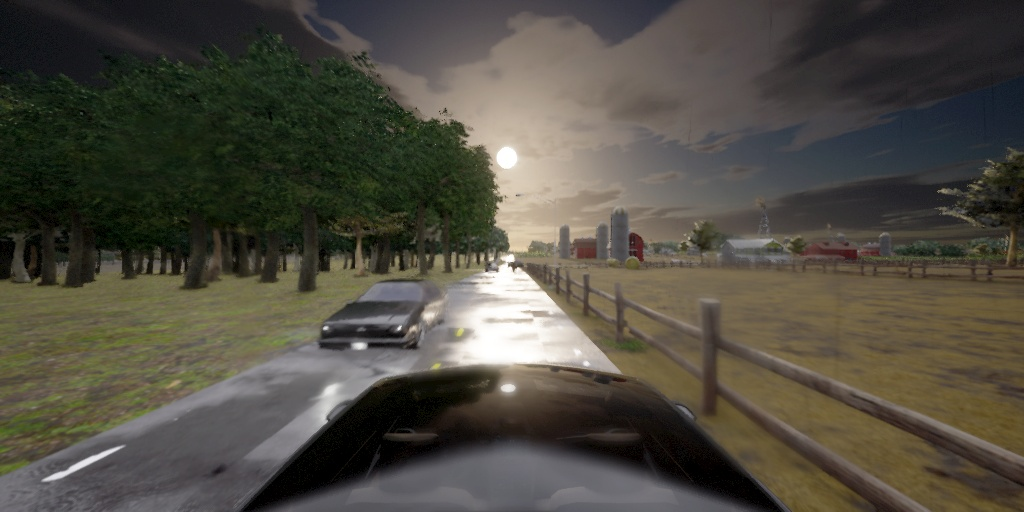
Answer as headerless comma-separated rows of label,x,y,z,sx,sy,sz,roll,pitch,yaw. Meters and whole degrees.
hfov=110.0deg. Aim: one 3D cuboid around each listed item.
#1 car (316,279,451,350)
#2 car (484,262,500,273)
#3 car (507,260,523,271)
car,-2.851,1.316,9.374,2.033,1.411,5.357,0,0,0
car,-2.817,1.634,50.926,1.812,1.442,4.674,0,-1,0
car,0.740,1.459,59.436,1.882,1.535,5.008,-24,-3,-1
